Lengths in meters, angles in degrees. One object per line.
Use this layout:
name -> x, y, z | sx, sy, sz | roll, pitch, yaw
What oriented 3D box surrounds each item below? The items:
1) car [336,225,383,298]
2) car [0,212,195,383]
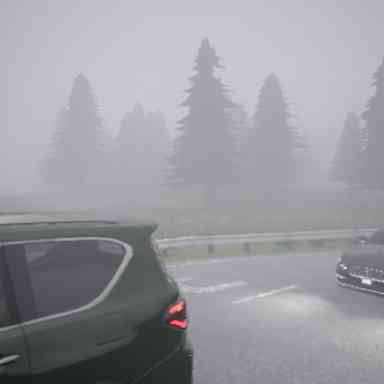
car -> 5.331, 1.425, 7.799 | 4.892, 1.490, 1.837 | -1, 1, -35
car -> -2.574, 1.234, 2.118 | 5.566, 2.045, 2.150 | -1, 0, -36
